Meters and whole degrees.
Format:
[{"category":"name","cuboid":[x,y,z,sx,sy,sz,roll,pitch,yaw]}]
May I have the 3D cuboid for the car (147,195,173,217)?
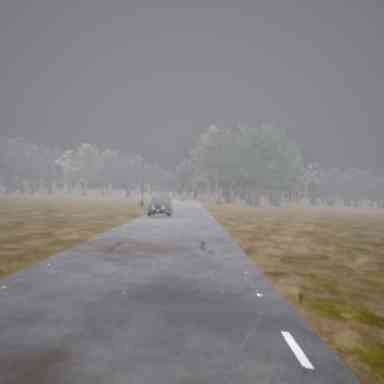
[{"category":"car","cuboid":[-3.089,1.355,32.959,2.150,2.045,5.566,0,0,0]}]
